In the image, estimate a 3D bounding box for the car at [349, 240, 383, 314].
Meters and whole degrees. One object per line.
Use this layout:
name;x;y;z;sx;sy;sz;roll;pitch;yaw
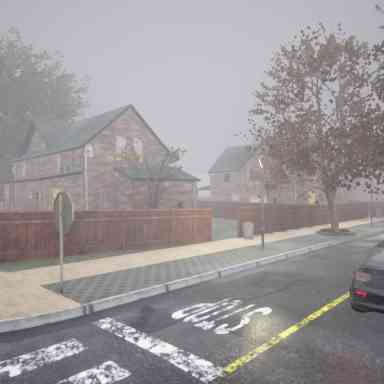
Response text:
car;4.752;1.615;6.873;1.812;1.442;4.674;-1;-1;43
